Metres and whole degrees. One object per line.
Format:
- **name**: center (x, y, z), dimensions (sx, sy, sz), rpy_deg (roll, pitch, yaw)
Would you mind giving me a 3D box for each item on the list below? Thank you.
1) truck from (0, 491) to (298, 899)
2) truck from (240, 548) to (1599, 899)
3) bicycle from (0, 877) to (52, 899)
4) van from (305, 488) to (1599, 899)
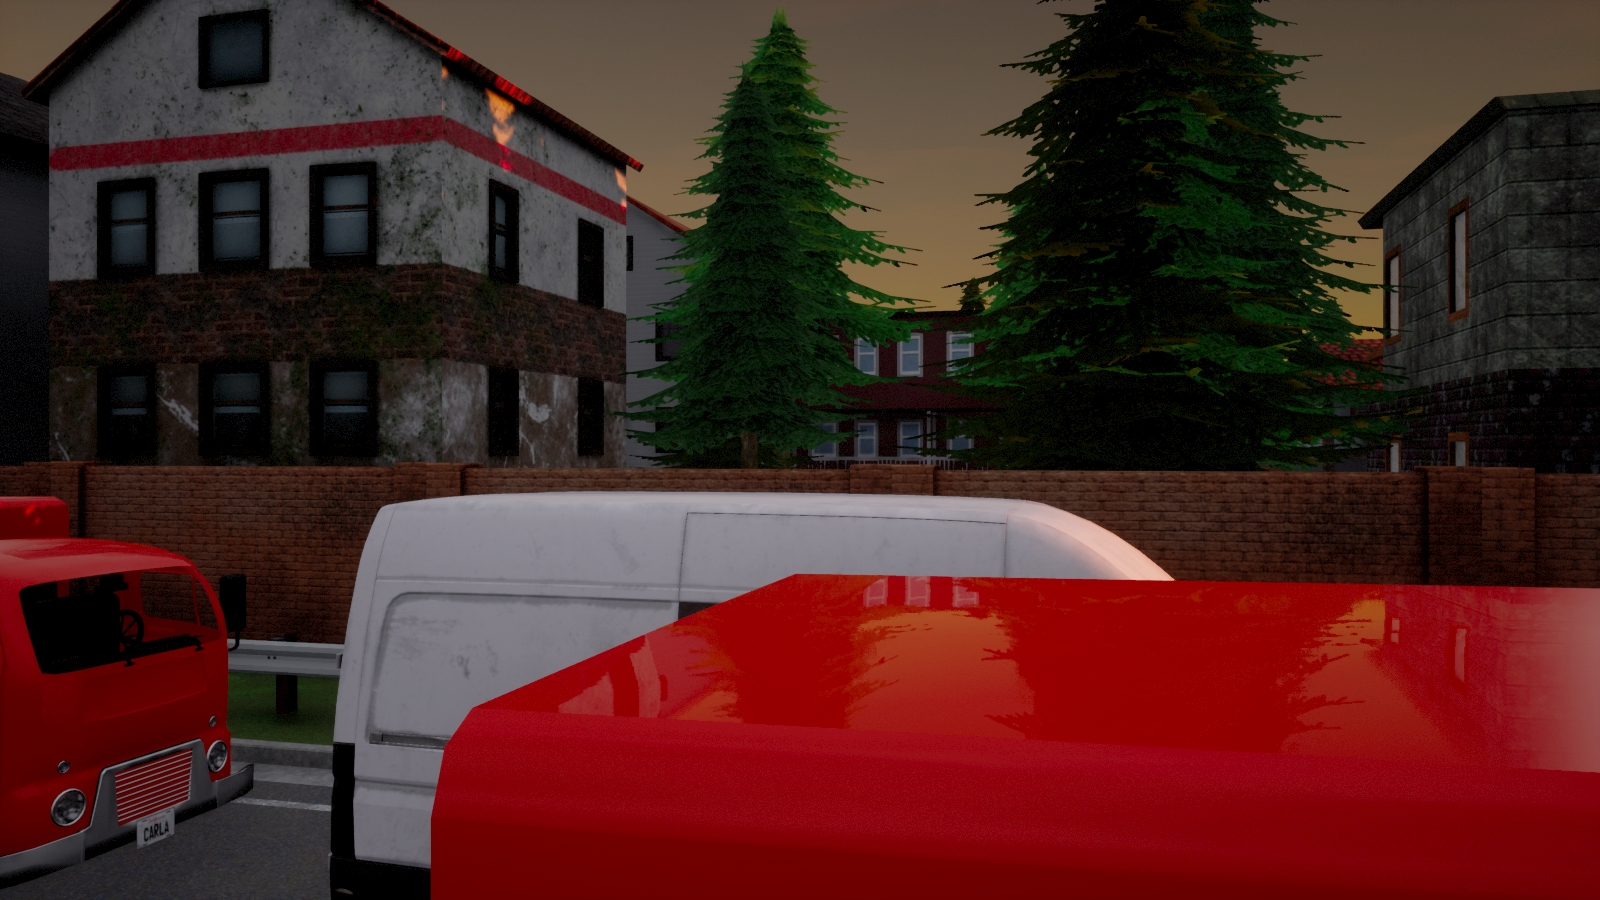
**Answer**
- **truck**: center (-6.587, 1.568, 7.895), dimensions (5.204, 2.467, 2.627), rpy_deg (0, 0, 15)
- **truck**: center (2.192, 1.568, 1.959), dimensions (5.204, 2.467, 2.627), rpy_deg (0, 0, 15)
- **bicycle**: center (-3.101, 2.056, 3.494), dimensions (1.643, 1.496, 0.373), rpy_deg (0, 0, 16)
- **van**: center (0.608, 1.535, 6.000), dimensions (5.915, 2.561, 1.988), rpy_deg (0, 0, 15)
